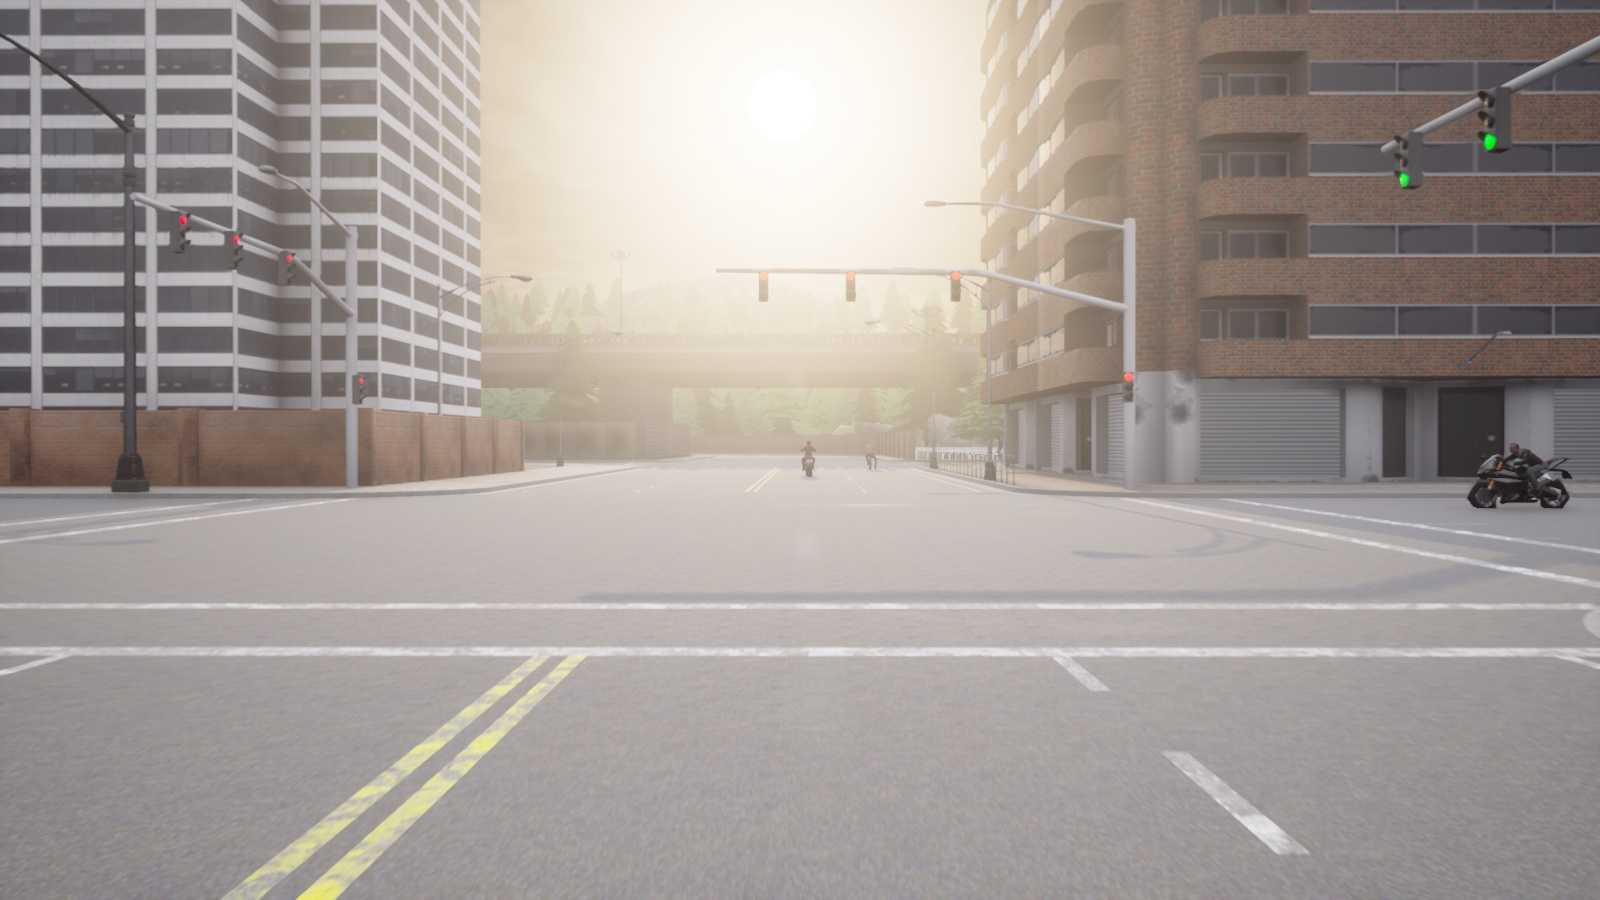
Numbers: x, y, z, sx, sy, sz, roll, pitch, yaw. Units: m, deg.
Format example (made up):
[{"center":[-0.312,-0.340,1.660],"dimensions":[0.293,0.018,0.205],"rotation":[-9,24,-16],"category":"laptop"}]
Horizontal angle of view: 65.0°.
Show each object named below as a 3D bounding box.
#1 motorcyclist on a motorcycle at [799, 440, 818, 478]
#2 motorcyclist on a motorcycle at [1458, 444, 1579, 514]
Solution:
[{"center":[0.374,0.381,56.035],"dimensions":[0.766,1.649,2.350],"rotation":[0,0,-2],"category":"motorcyclist on a motorcycle"},{"center":[16.033,0.636,28.070],"dimensions":[2.191,1.530,0.866],"rotation":[0,0,1],"category":"motorcyclist on a motorcycle"}]
